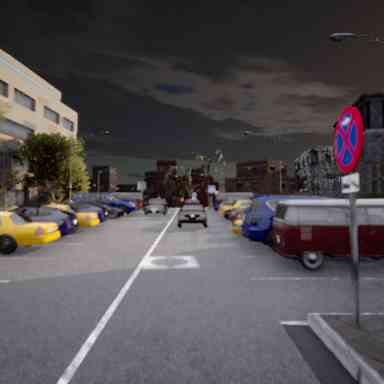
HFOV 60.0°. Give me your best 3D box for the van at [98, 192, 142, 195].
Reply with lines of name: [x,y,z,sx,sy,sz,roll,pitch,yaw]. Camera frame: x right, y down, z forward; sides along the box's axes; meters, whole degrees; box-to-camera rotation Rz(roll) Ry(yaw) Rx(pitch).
van: [-7.841,1.102,37.653,4.442,1.987,1.878,0,0,0]

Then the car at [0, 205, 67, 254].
car: [-7.860,1.404,12.536,5.366,1.575,1.946,0,0,0]

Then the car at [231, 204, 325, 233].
car: [4.642,1.412,18.420,4.674,1.452,2.002,0,0,0]

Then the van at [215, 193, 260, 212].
van: [4.728,1.076,35.152,4.442,1.987,1.878,0,0,0]

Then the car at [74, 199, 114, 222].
car: [-7.720,1.387,20.918,4.792,1.488,2.163,0,0,0]

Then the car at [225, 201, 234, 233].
car: [4.465,1.386,15.503,5.366,1.575,1.946,0,0,0]

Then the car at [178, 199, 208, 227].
car: [0.051,1.420,21.563,2.033,1.411,5.357,0,0,1]

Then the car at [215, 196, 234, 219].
car: [4.813,1.321,26.668,5.366,1.575,1.946,0,0,0]

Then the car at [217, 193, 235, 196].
car: [4.591,1.181,29.585,4.553,1.767,2.185,0,0,0]

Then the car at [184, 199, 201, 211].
car: [0.022,1.463,38.627,1.895,1.301,4.718,0,-1,0]

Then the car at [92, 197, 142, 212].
car: [-7.748,1.330,34.865,4.792,1.488,2.163,0,0,0]

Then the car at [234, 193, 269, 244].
car: [4.683,1.153,12.837,5.566,2.045,2.435,0,0,0]

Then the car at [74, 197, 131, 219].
car: [-7.673,1.355,26.505,4.792,1.488,2.163,0,0,0]

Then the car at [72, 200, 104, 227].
car: [-7.871,1.371,18.124,5.366,1.575,1.946,0,0,0]

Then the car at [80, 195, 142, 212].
car: [-7.712,1.297,32.033,5.008,1.535,2.097,0,0,-1]

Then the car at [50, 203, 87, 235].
car: [-7.708,1.420,15.330,4.792,1.488,2.163,0,0,0]

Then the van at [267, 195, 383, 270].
van: [4.777,1.195,10.046,4.442,1.987,1.878,0,0,0]

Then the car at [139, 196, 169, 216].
car: [-3.151,1.316,29.957,2.128,1.511,4.902,0,0,0]
